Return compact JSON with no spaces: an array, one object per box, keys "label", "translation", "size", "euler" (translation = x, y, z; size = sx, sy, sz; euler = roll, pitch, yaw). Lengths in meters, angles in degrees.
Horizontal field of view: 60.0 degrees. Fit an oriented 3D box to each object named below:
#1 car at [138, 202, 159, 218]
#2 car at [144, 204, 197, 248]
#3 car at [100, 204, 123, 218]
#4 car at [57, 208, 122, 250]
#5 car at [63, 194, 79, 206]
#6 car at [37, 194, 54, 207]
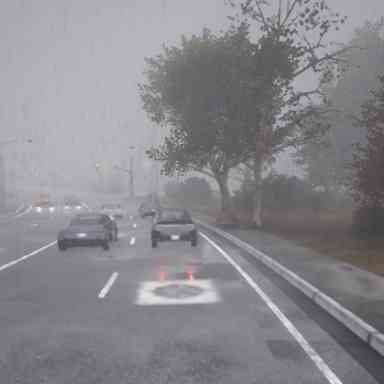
[{"label":"car","translation":[-3.798,1.572,30.339],"size":[2.033,1.411,5.357],"euler":[-1,1,-14]},{"label":"car","translation":[-0.914,1.499,14.928],"size":[2.128,1.511,4.902],"euler":[0,0,-7]},{"label":"car","translation":[-7.197,1.675,29.510],"size":[1.895,1.301,4.718],"euler":[-1,0,-14]},{"label":"car","translation":[-4.388,1.601,14.508],"size":[1.994,1.385,4.181],"euler":[0,0,-7]},{"label":"car","translation":[-17.819,1.169,48.997],"size":[1.837,1.490,4.892],"euler":[-2,3,-25]},{"label":"car","translation":[-21.008,1.098,47.547],"size":[2.097,1.767,4.553],"euler":[-2,3,-25]}]
